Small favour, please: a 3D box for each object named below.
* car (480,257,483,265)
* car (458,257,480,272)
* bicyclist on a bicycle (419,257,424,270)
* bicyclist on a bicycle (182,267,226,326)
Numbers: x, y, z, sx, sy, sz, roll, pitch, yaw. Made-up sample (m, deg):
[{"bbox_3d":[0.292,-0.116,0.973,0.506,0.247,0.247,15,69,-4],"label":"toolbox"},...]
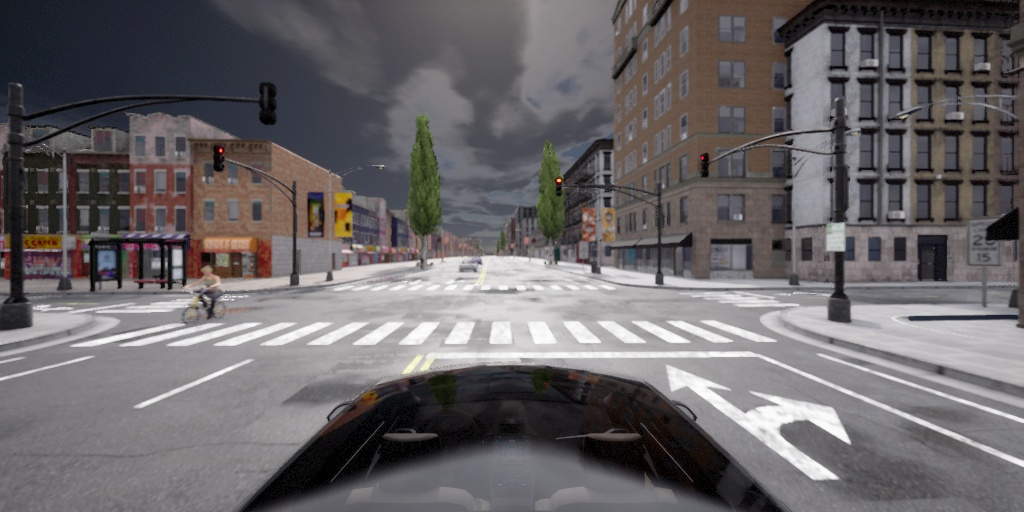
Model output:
[{"bbox_3d":[-6.036,0.835,61.777,1.812,1.442,4.674,0,0,-3],"label":"car"},{"bbox_3d":[-4.759,1.069,39.138,1.895,1.301,4.718,0,0,-3],"label":"car"},{"bbox_3d":[-10.710,0.897,42.623,0.582,1.620,1.656,0,1,-1],"label":"bicyclist on a bicycle"},{"bbox_3d":[-8.876,1.118,10.378,0.866,1.612,1.509,0,0,-1],"label":"bicyclist on a bicycle"}]
